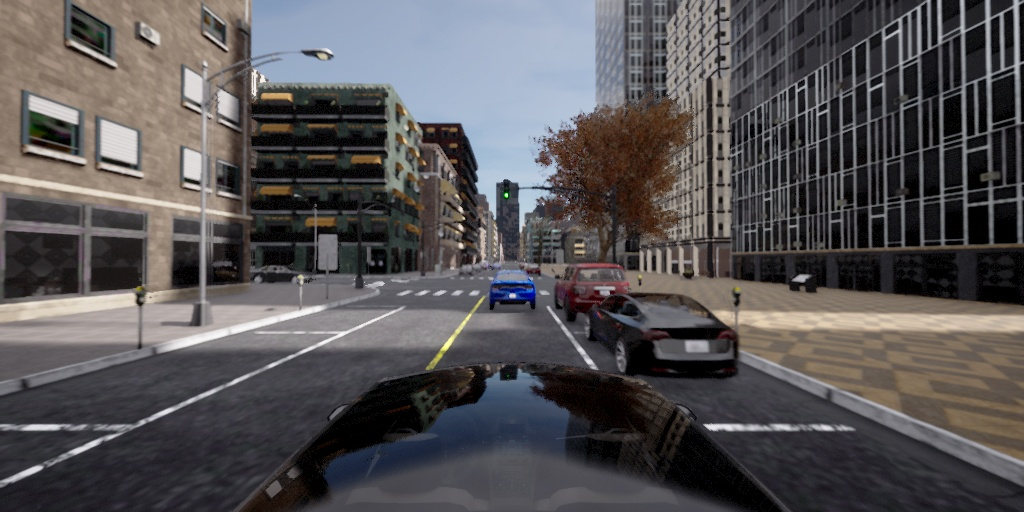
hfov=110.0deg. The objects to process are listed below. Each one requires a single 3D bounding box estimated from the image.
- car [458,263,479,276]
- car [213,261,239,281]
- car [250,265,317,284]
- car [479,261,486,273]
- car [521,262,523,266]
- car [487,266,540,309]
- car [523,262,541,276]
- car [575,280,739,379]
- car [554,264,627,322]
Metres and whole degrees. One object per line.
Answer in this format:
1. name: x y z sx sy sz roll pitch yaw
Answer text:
1. car: -5.686 1.771 45.200 2.007 1.370 4.403 0 0 0
2. car: -21.830 1.242 25.734 4.829 1.417 1.751 0 0 -1
3. car: -16.433 1.345 25.788 4.403 1.370 2.007 0 0 -1
4. car: -5.685 1.897 56.265 2.007 1.370 4.403 0 0 0
5. car: 2.695 1.872 56.434 1.751 1.417 4.829 0 0 0
6. car: -0.030 1.379 16.037 1.882 1.535 5.008 0 0 -1
7. car: 2.694 1.765 45.199 1.888 1.381 4.507 0 0 0
8. car: 2.692 1.375 7.291 1.948 1.339 4.313 0 0 0
9. car: 2.693 1.182 12.814 2.192 1.841 5.009 0 0 0
